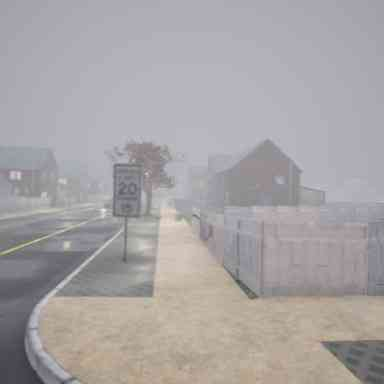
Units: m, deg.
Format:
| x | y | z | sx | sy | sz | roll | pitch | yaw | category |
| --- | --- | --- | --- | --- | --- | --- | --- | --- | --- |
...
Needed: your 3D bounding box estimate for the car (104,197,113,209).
| x | y | z | sx | sy | sz | roll | pitch | yaw | category |
| --- | --- | --- | --- | --- | --- | --- | --- | --- | --- |
| -10.988 | 1.545 | 46.293 | 1.837 | 1.490 | 4.892 | 2 | -1 | -5 | car |
